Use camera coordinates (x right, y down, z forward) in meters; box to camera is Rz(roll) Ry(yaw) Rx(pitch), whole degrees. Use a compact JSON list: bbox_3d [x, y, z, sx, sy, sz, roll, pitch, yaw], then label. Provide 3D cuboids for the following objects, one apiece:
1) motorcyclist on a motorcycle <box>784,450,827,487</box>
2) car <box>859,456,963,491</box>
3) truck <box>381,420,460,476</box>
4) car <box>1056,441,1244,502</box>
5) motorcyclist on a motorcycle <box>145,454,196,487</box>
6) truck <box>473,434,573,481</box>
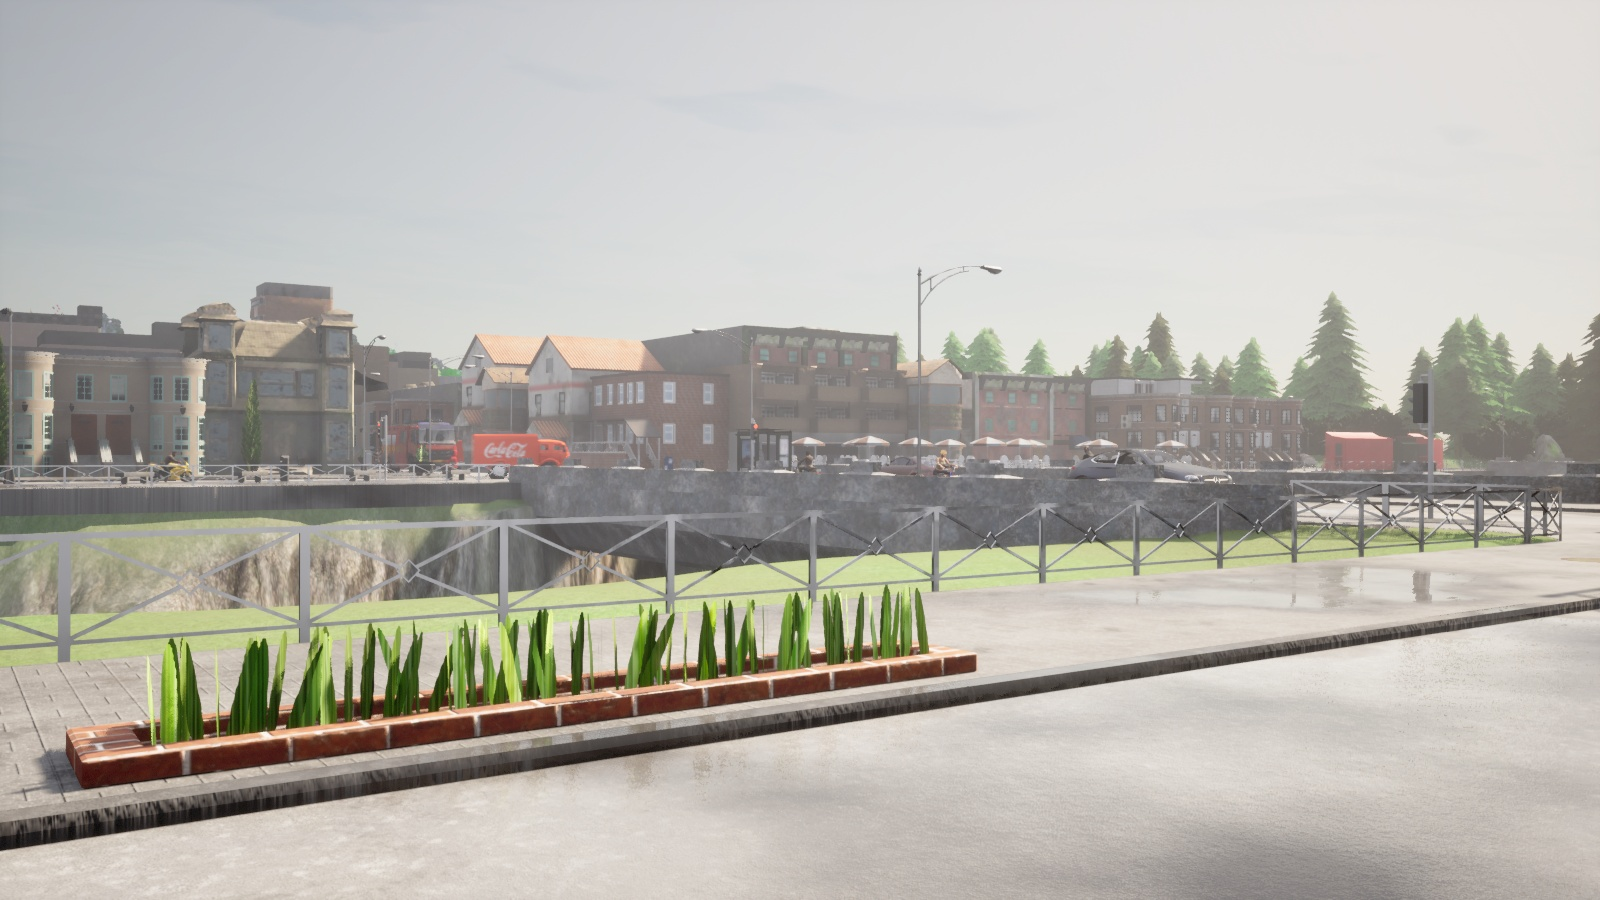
[{"bbox_3d":[0.250,0.835,57.464,0.766,1.649,2.350,0,0,-34],"label":"motorcyclist on a motorcycle"},{"bbox_3d":[4.506,0.925,51.381,1.994,1.385,4.181,0,0,-35],"label":"car"},{"bbox_3d":[-27.254,-0.142,89.950,2.891,3.827,8.468,0,0,-35],"label":"truck"},{"bbox_3d":[10.046,0.591,36.433,2.152,1.651,5.027,0,0,-35],"label":"car"},{"bbox_3d":[-29.512,0.934,58.929,2.044,1.523,0.797,0,0,-35],"label":"motorcyclist on a motorcycle"},{"bbox_3d":[-15.136,0.454,68.531,5.204,2.467,2.627,0,-2,-16],"label":"truck"}]
